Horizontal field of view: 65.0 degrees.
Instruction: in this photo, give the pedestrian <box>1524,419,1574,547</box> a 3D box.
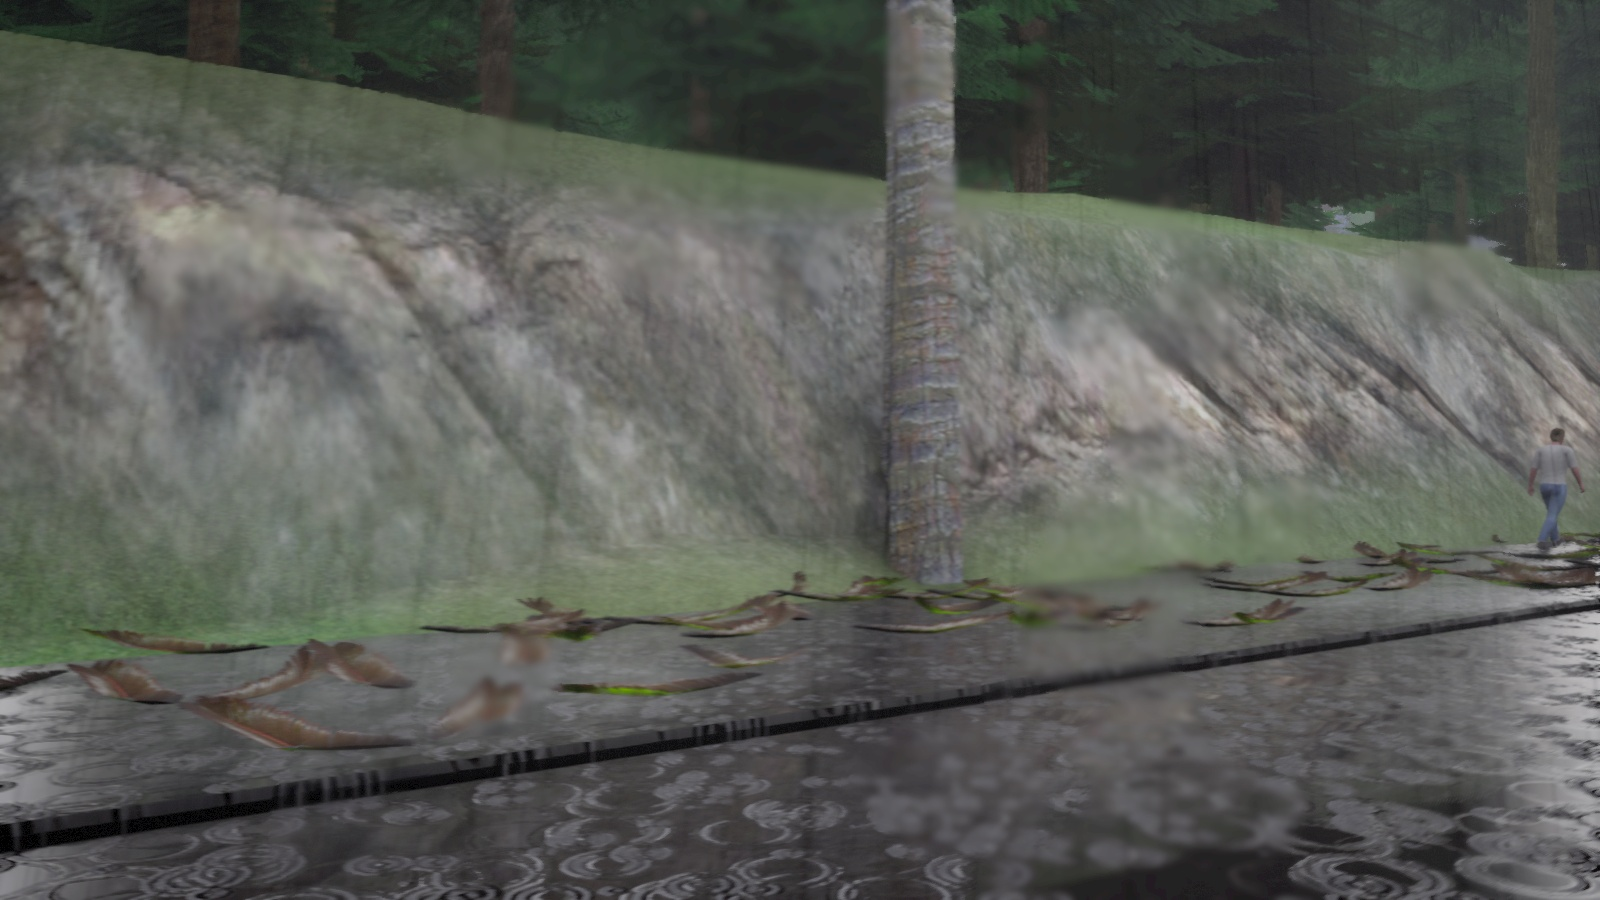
[{"bbox_3d":[10.954,0.467,18.359,0.706,1.836,0.354,0,0,-35],"label":"pedestrian"}]
